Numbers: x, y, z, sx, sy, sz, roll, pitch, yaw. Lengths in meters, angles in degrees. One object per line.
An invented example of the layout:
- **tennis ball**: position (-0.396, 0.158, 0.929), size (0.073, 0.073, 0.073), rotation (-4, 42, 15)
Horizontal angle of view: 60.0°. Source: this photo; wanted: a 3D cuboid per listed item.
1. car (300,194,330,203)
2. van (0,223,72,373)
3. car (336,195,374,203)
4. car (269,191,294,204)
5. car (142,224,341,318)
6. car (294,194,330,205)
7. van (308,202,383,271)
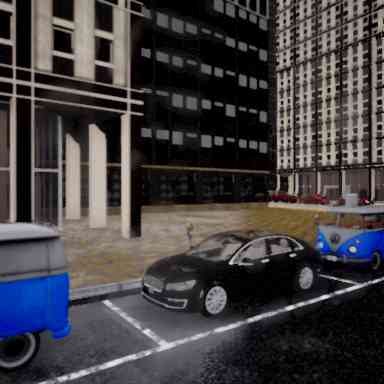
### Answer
- **car**: position (19.623, 0.994, 53.206), size (1.802, 1.307, 4.206), rotation (1, 0, -36)
- **van**: position (-3.559, 1.342, 4.028), size (3.998, 1.788, 1.690), rotation (0, 0, -35)
- **car**: position (19.318, 1.077, 39.213), size (1.967, 1.590, 4.097), rotation (1, 0, -36)
- **car**: position (12.845, 0.739, 48.287), size (2.192, 1.841, 5.009), rotation (1, 0, -36)
- **car**: position (1.046, 1.551, 7.298), size (4.403, 1.369, 2.008), rotation (0, 0, -35)
- **car**: position (16.076, 1.112, 43.751), size (1.802, 1.307, 4.206), rotation (1, 0, -36)
- **van**: position (5.652, 1.342, 10.569), size (3.998, 1.788, 1.690), rotation (0, 0, -35)
